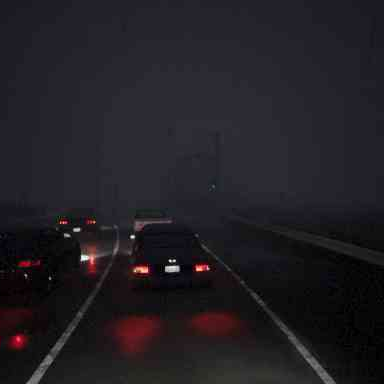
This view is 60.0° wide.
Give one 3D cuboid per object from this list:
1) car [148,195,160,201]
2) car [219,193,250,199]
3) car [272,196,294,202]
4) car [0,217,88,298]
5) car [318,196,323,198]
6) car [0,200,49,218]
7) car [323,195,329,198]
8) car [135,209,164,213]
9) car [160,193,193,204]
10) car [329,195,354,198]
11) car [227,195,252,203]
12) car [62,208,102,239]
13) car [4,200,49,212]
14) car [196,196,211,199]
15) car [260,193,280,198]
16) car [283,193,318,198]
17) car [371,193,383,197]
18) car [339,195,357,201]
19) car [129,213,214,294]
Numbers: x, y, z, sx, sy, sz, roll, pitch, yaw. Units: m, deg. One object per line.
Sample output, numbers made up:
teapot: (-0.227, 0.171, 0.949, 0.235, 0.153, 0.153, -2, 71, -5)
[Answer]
car: (-6.925, 1.352, 67.156, 4.553, 1.767, 2.097, 0, 0, -20)
car: (7.602, 1.221, 61.258, 5.566, 2.045, 2.150, 0, 0, -20)
car: (21.140, 1.595, 77.252, 4.718, 1.301, 1.895, 0, 0, -20)
car: (-4.210, 1.564, 8.532, 1.994, 1.385, 4.181, 0, 0, -6)
car: (26.519, 1.540, 75.814, 5.357, 1.411, 2.033, 0, 0, -22)
car: (-15.600, 1.609, 30.375, 4.718, 1.301, 1.895, 0, 0, -20)
car: (33.679, 1.533, 84.171, 4.181, 1.385, 1.994, 0, 0, -34)
car: (-2.375, 1.601, 18.476, 1.895, 1.301, 4.718, 0, 0, -12)
car: (-2.686, 1.352, 57.563, 4.553, 1.767, 2.097, 0, 0, -20)
car: (32.256, 1.478, 70.917, 5.008, 1.535, 1.882, 0, 0, -26)
car: (10.463, 1.525, 73.360, 4.902, 1.511, 2.128, 0, 0, -20)
car: (-5.689, 1.526, 17.142, 1.812, 1.442, 4.674, 0, 0, -13)
car: (-19.784, 1.605, 40.028, 4.718, 1.301, 1.895, 0, 0, -20)
car: (2.253, 1.552, 70.401, 4.181, 1.385, 1.994, 0, 0, -20)
car: (17.260, 1.225, 72.090, 5.566, 2.045, 2.150, 0, 0, -20)
car: (21.556, 1.221, 66.201, 5.566, 2.045, 2.150, 0, 0, -20)
car: (44.746, 1.216, 79.524, 5.566, 2.045, 2.150, 0, 0, -38)
car: (39.467, 1.523, 84.235, 4.902, 1.511, 2.128, 0, 0, -38)
car: (-0.695, 1.547, 8.975, 2.033, 1.411, 5.357, 0, 0, -7)
